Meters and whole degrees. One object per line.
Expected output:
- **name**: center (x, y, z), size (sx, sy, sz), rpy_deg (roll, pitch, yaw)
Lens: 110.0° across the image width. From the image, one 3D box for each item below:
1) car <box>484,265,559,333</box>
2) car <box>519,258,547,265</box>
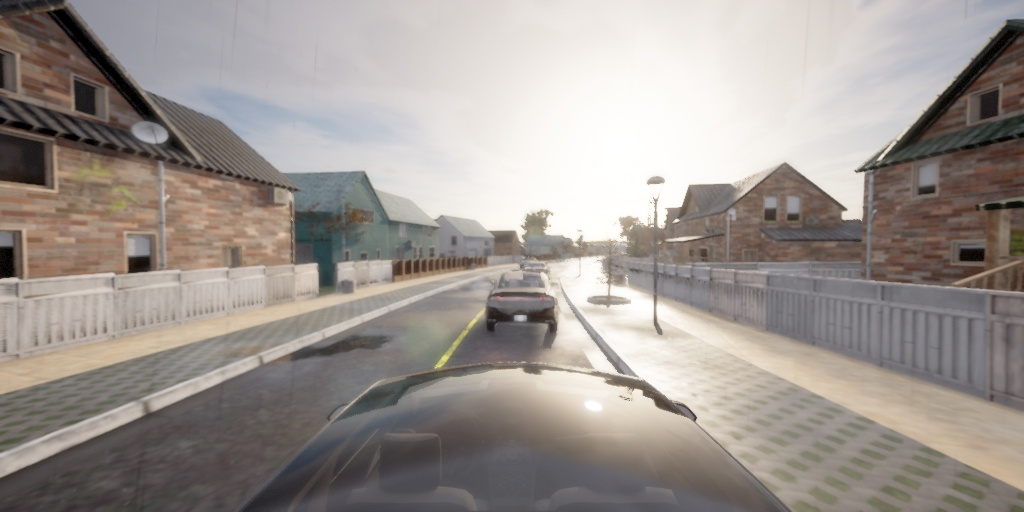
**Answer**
- **car**: center (0.352, 1.191, 10.597), size (2.128, 1.511, 4.902), rpy_deg (0, 0, 4)
- **car**: center (1.988, 1.135, 27.657), size (2.033, 1.411, 5.357), rpy_deg (0, 0, 8)
